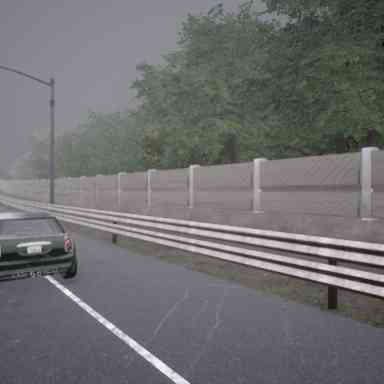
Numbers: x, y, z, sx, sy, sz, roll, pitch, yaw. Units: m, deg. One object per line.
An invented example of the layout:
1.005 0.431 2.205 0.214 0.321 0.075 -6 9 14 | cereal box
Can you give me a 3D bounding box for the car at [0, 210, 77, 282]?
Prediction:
-4.883 1.335 9.314 2.097 1.767 4.553 0 0 -37 | car
